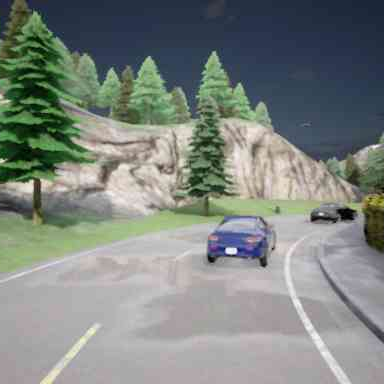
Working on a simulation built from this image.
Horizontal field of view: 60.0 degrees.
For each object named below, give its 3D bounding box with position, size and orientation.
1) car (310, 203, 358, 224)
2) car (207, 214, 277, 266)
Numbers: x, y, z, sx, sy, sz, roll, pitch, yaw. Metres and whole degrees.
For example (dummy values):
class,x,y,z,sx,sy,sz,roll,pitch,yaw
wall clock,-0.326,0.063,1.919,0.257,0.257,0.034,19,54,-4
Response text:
class,x,y,z,sx,sy,sz,roll,pitch,yaw
car,10.399,1.483,24.277,4.181,1.385,1.994,0,0,-42
car,1.810,1.489,11.436,1.812,1.442,4.674,0,0,18
